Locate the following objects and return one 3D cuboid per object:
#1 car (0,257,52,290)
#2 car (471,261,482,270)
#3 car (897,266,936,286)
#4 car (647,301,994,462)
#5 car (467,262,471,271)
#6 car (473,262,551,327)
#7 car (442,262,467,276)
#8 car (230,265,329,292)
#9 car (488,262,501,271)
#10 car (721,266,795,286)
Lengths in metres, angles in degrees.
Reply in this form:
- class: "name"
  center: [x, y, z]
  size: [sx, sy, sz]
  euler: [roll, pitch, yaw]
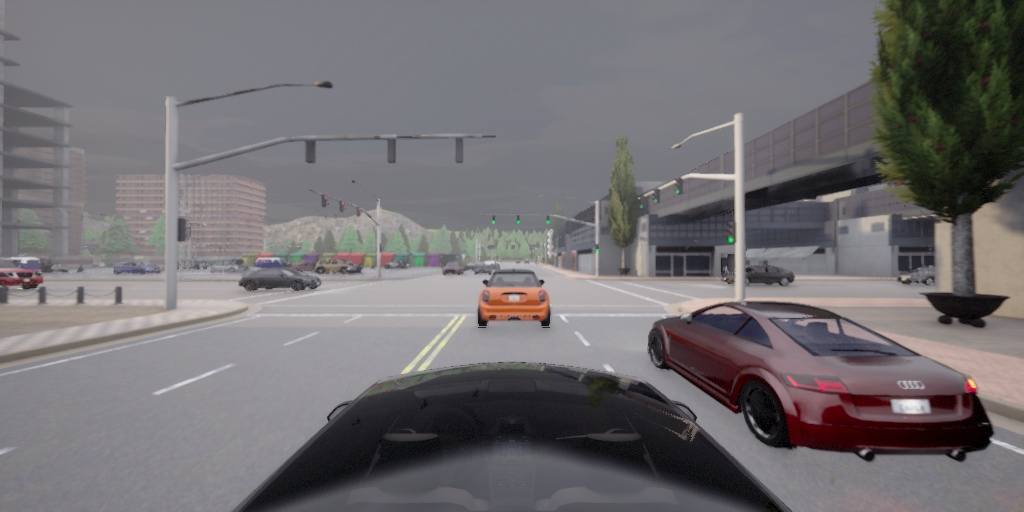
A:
- class: "car"
  center: [-33.133, 1.159, 22.452]
  size: [5.566, 2.045, 2.150]
  euler: [0, -1, 0]
- class: "car"
  center: [-3.675, 1.710, 45.941]
  size: [1.994, 1.385, 4.181]
  euler: [0, 0, 1]
- class: "car"
  center: [31.856, 1.464, 26.860]
  size: [4.902, 1.511, 2.128]
  euler: [0, -1, 0]
- class: "car"
  center: [3.597, 1.345, 5.242]
  size: [1.994, 1.385, 4.181]
  euler: [0, -1, 0]
- class: "car"
  center: [-6.774, 1.756, 60.572]
  size: [1.882, 1.535, 5.008]
  euler: [0, -1, 2]
- class: "car"
  center: [0.056, 1.195, 11.998]
  size: [2.097, 1.767, 4.553]
  euler: [0, 0, 0]
- class: "car"
  center: [-7.113, 1.480, 43.670]
  size: [2.097, 1.767, 4.553]
  euler: [0, -1, 1]
- class: "car"
  center: [-14.491, 1.463, 22.516]
  size: [4.674, 1.442, 1.812]
  euler: [0, -1, 0]
- class: "car"
  center: [-3.119, 1.879, 64.703]
  size: [1.994, 1.385, 4.181]
  euler: [0, -1, 2]
- class: "car"
  center: [18.392, 1.480, 26.922]
  size: [4.892, 1.490, 1.837]
  euler: [0, -1, 0]
